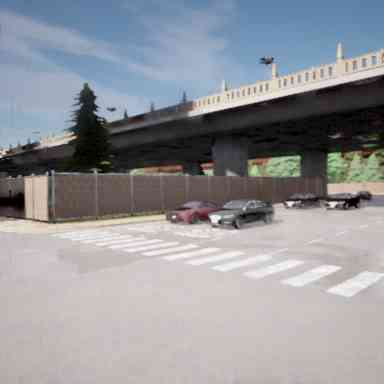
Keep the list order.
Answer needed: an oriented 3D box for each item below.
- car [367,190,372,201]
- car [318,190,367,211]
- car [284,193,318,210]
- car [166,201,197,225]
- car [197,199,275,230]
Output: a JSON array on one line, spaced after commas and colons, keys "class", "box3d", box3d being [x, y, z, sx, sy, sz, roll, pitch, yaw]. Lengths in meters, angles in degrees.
[{"class": "car", "box3d": [23.914, 0.476, 46.415, 2.033, 1.411, 5.357, 0, 1, 33]}, {"class": "car", "box3d": [13.721, 0.829, 30.219, 2.128, 1.511, 4.902, 0, 1, 44]}, {"class": "car", "box3d": [10.629, 0.856, 32.053, 2.128, 1.511, 4.902, 0, 1, 44]}, {"class": "car", "box3d": [0.301, 1.271, 21.405, 1.994, 1.385, 4.181, 0, 1, 44]}, {"class": "car", "box3d": [2.876, 1.188, 19.034, 2.128, 1.511, 4.902, 0, 1, 44]}]
